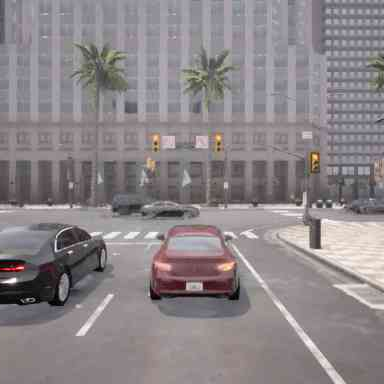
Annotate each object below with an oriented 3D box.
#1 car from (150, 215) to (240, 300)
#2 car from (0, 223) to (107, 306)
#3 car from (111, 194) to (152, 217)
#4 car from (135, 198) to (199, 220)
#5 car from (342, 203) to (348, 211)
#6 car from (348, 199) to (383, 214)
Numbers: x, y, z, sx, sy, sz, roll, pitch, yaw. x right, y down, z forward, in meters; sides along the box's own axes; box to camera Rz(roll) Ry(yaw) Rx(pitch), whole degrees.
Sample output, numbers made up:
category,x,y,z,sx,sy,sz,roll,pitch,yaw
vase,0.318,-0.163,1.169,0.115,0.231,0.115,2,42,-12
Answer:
category,x,y,z,sx,sy,sz,roll,pitch,yaw
car,0.070,1.526,8.255,1.812,1.442,4.674,0,0,1
car,-3.439,1.505,8.000,1.837,1.490,4.892,0,0,0
car,-4.643,1.222,30.859,5.566,2.045,2.150,0,0,0
car,-1.845,1.491,27.357,4.902,1.511,2.128,0,0,0
car,19.751,1.491,38.039,4.902,1.511,2.128,0,0,0
car,19.032,1.564,34.539,4.181,1.385,1.994,0,0,0
